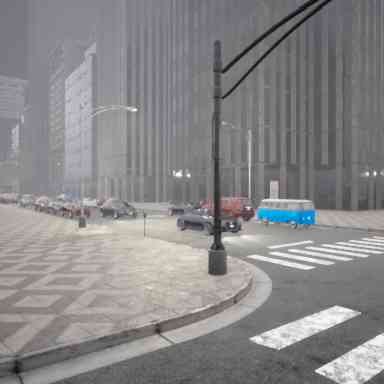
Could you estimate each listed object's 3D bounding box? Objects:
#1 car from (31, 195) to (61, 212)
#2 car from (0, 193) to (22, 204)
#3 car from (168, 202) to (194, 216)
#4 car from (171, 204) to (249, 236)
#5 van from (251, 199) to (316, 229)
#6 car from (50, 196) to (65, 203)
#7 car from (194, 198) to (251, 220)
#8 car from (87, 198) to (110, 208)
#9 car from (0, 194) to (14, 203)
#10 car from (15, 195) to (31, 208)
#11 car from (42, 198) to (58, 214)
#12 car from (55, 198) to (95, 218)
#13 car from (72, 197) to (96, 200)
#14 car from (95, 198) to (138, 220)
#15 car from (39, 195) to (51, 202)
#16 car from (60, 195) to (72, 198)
[{"bbox_3d":[-17.448,1.461,39.687,1.967,1.590,4.097,0,0,-36],"label":"car"},{"bbox_3d":[-34.097,1.299,62.443,2.192,1.841,5.009,0,0,-36],"label":"car"},{"bbox_3d":[-0.562,1.599,31.047,1.947,1.339,4.313,0,0,-36],"label":"car"},{"bbox_3d":[0.903,1.599,18.956,1.994,1.385,4.181,0,0,-36],"label":"car"},{"bbox_3d":[6.100,1.378,21.942,1.690,1.788,3.998,0,0,-36],"label":"van"},{"bbox_3d":[-27.305,1.511,67.599,1.752,1.417,4.829,0,0,-36],"label":"car"},{"bbox_3d":[2.769,1.351,26.495,2.192,1.841,5.009,0,0,-36],"label":"car"},{"bbox_3d":[-13.884,1.601,49.254,1.802,1.307,4.206,0,0,-36],"label":"car"},{"bbox_3d":[-37.428,1.286,66.995,2.192,1.841,5.009,0,0,-36],"label":"car"},{"bbox_3d":[-24.108,1.563,48.789,2.008,1.369,4.403,0,0,-36],"label":"car"},{"bbox_3d":[-14.117,1.606,35.135,1.802,1.307,4.206,0,0,-36],"label":"car"},{"bbox_3d":[-10.787,1.572,30.584,1.887,1.381,4.507,0,0,-36],"label":"car"},{"bbox_3d":[-14.425,1.547,45.241,1.812,1.442,4.674,0,0,-36],"label":"car"},{"bbox_3d":[-6.425,1.533,28.973,1.837,1.490,4.892,0,0,-36],"label":"car"},{"bbox_3d":[-33.981,1.482,76.733,1.752,1.417,4.829,0,0,-35],"label":"car"},{"bbox_3d":[-18.501,1.525,45.621,1.837,1.490,4.892,0,-1,-36],"label":"car"}]
